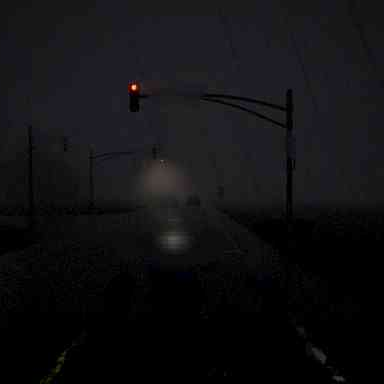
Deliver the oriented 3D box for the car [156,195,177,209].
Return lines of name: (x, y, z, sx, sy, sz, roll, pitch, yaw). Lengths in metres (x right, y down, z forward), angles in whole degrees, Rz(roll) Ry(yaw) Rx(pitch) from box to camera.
car: (-3.459, 1.320, 43.517, 2.097, 1.767, 4.553, 0, 0, 0)

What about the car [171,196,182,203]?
car: (-3.286, 1.476, 70.859, 1.994, 1.385, 4.181, 0, 0, 0)

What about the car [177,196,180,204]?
car: (-3.431, 1.308, 52.298, 2.097, 1.767, 4.553, 0, 0, 0)

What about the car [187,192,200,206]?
car: (0.244, 1.306, 52.966, 2.097, 1.767, 4.553, 0, 0, 0)

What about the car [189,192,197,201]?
car: (0.260, 1.115, 85.836, 2.150, 2.045, 5.566, 0, 0, 0)
